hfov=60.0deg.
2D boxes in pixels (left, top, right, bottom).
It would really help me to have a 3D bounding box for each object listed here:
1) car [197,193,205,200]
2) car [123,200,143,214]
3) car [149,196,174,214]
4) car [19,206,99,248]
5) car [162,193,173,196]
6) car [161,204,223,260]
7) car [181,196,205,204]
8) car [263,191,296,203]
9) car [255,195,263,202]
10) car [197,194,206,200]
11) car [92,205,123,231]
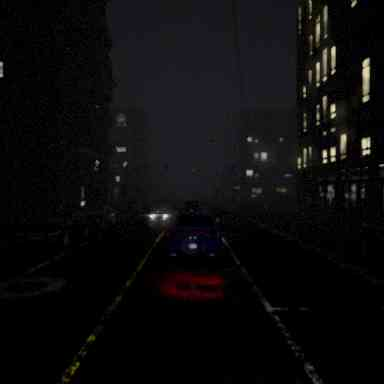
[{"bbox_3d":[2.298,1.195,86.381,1.967,1.590,4.097,0,0,0],"label":"car"},{"bbox_3d":[-5.889,1.477,32.954,1.802,1.307,4.206,0,0,0],"label":"car"},{"bbox_3d":[-3.237,1.440,34.176,2.033,1.411,5.357,0,0,0],"label":"car"},{"bbox_3d":[-5.756,1.503,14.389,2.008,1.369,4.403,0,0,0],"label":"car"},{"bbox_3d":[-6.030,1.348,74.977,1.947,1.339,4.313,0,0,0],"label":"car"},{"bbox_3d":[0.031,1.437,12.356,1.882,1.535,5.008,0,0,0],"label":"car"},{"bbox_3d":[-0.046,1.427,31.092,1.812,1.442,4.674,0,0,0],"label":"car"},{"bbox_3d":[14.454,0.865,53.006,5.009,1.841,2.192,-1,1,-1],"label":"car"},{"bbox_3d":[14.282,0.825,61.383,5.009,1.841,2.192,-1,1,-1],"label":"car"},{"bbox_3d":[2.324,1.209,80.699,1.967,1.590,4.097,0,0,0],"label":"car"},{"bbox_3d":[-5.780,1.486,20.037,2.008,1.369,4.403,0,0,0],"label":"car"}]
